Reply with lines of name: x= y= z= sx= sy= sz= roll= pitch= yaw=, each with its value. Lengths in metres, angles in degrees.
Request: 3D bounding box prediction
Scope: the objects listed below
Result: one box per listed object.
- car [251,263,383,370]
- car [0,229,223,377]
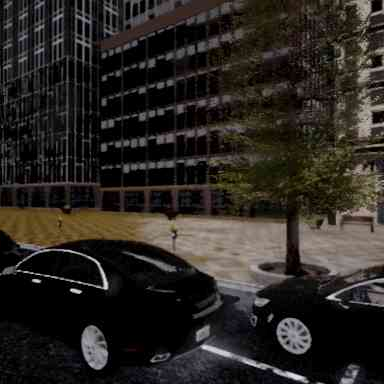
car: x=2.934 y=1.623 z=4.419 sx=4.403 sy=1.369 sz=2.008 roll=0 pitch=-1 yaw=37
car: x=-1.803 y=1.571 z=5.713 sx=4.892 sy=1.490 sz=1.837 roll=0 pitch=-1 yaw=37
